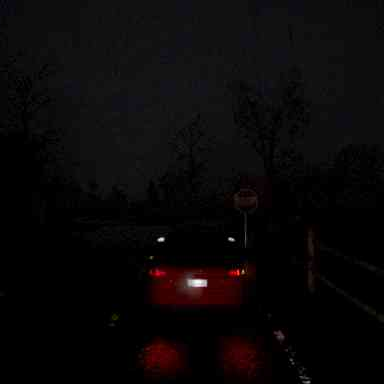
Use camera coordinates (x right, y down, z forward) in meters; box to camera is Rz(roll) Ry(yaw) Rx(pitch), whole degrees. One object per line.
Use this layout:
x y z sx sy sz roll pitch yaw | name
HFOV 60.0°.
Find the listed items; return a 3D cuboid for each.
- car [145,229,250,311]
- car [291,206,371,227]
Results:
0.100 1.562 7.821 1.994 1.385 4.181 0 0 0 | car
10.093 1.769 24.366 5.357 1.411 2.033 1 1 0 | car
